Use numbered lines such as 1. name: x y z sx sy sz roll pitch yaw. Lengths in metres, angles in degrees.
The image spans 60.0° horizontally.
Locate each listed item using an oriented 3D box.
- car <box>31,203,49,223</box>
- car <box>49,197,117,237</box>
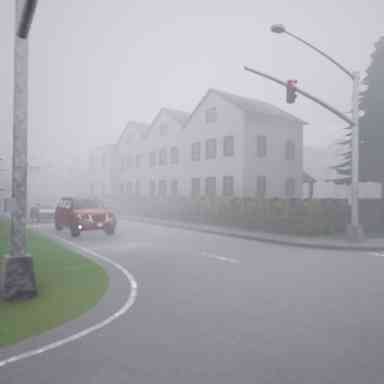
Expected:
1. car: -11.909 1.635 27.154 1.812 1.442 4.674 1 -1 -35
2. car: -6.222 1.315 19.030 2.150 2.045 5.566 1 -1 -35
